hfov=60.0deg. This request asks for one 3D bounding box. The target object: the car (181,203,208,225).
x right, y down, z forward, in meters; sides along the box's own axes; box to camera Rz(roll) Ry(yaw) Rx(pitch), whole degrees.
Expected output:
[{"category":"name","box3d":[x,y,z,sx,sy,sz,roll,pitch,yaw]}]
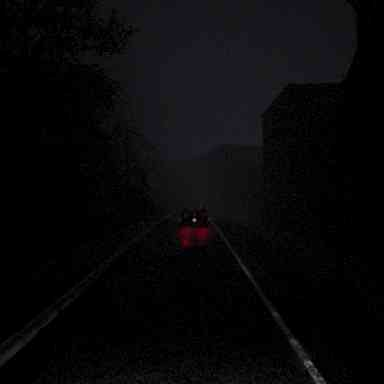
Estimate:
[{"category":"car","box3d":[0.176,1.707,25.005,1.895,1.301,4.718,0,-1,0]}]

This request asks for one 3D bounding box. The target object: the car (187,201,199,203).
[{"category":"car","box3d":[0.122,1.869,41.216,2.097,1.767,4.553,0,-1,-2]}]
